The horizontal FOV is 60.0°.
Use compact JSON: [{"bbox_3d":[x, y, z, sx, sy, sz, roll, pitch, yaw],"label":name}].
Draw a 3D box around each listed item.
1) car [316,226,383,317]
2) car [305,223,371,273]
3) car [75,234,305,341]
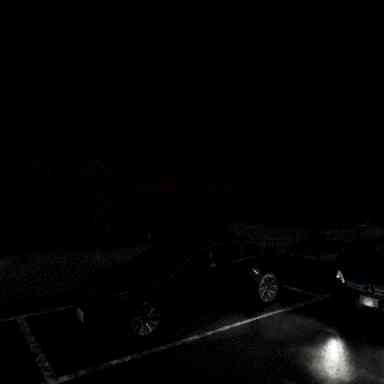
[{"bbox_3d":[4.783,1.528,6.787,4.674,1.442,1.812,0,0,-35],"label":"car"},{"bbox_3d":[4.480,1.585,9.727,4.206,1.307,1.802,0,0,-35],"label":"car"},{"bbox_3d":[0.000,1.567,6.535,4.313,1.339,1.947,0,0,-35],"label":"car"}]
